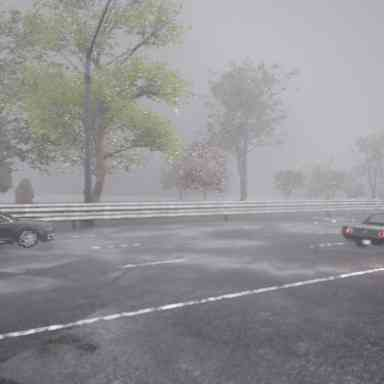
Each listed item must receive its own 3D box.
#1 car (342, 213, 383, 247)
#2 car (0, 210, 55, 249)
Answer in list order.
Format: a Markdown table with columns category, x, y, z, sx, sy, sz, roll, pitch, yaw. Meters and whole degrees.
| category | x | y | z | sx | sy | sz | roll | pitch | yaw |
| --- | --- | --- | --- | --- | --- | --- | --- | --- | --- |
| car | 7.905 | 1.414 | 12.350 | 4.718 | 1.301 | 1.895 | 0 | 0 | -28 |
| car | -7.580 | 1.293 | 11.970 | 4.892 | 1.490 | 1.837 | 0 | 0 | -29 |
